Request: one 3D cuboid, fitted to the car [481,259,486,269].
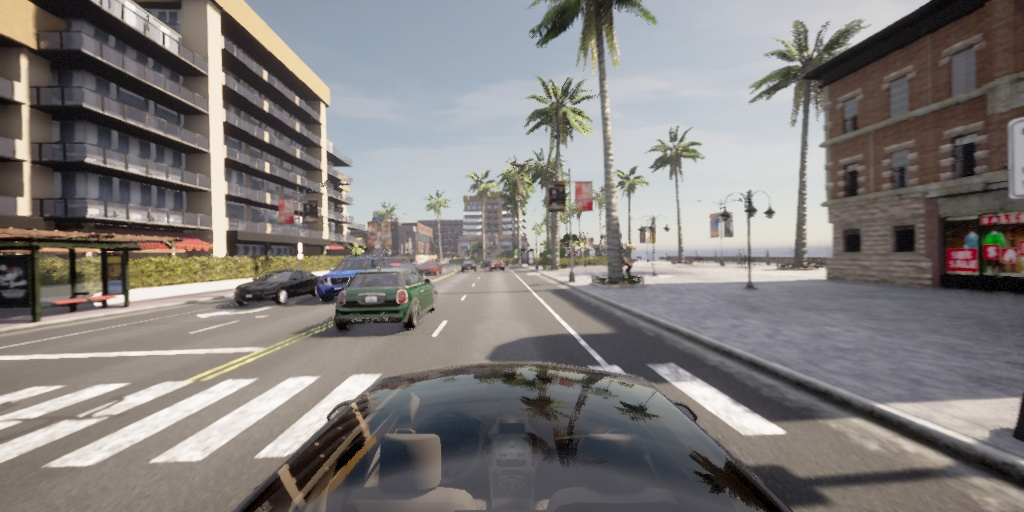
[{"bbox_3d":[-3.668,1.164,56.287,1.837,1.490,4.892,-1,0,-14],"label":"car"}]

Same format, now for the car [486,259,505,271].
[{"bbox_3d":[-1.982,1.255,46.267,1.895,1.301,4.718,-1,0,-6],"label":"car"}]

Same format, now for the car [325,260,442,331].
[{"bbox_3d":[-3.761,1.151,11.509,2.097,1.767,4.553,-1,0,-2],"label":"car"}]

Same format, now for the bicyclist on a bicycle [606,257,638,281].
[{"bbox_3d":[6.640,0.850,21.200,1.656,1.620,0.582,-2,0,-2],"label":"bicyclist on a bicycle"}]

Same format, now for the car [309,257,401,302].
[{"bbox_3d":[-7.723,1.084,18.400,2.150,2.045,5.566,-1,0,-2],"label":"car"}]

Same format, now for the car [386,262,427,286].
[{"bbox_3d":[-8.144,1.318,28.120,1.882,1.535,5.008,-1,0,-2],"label":"car"}]

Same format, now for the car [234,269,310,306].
[{"bbox_3d":[-11.192,1.415,17.604,1.882,1.535,5.008,-1,0,-2],"label":"car"}]

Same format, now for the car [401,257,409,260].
[{"bbox_3d":[-12.087,1.116,37.631,2.150,2.045,5.566,-1,0,-2],"label":"car"}]

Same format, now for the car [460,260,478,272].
[{"bbox_3d":[-5.416,1.256,45.297,1.812,1.442,4.674,-1,0,-6],"label":"car"}]
